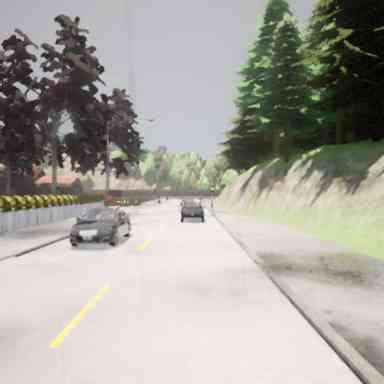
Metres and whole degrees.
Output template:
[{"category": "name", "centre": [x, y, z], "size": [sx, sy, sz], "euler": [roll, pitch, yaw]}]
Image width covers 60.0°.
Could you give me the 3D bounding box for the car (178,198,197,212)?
[{"category": "car", "centre": [-0.593, 1.548, 40.931], "size": [1.812, 1.442, 4.674], "euler": [0, 0, -8]}]

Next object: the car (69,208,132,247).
[{"category": "car", "centre": [-4.001, 1.501, 15.211], "size": [2.128, 1.511, 4.902], "euler": [0, 0, 0]}]

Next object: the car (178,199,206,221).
[{"category": "car", "centre": [0.063, 1.503, 26.897], "size": [2.128, 1.511, 4.902], "euler": [0, 0, 0]}]
